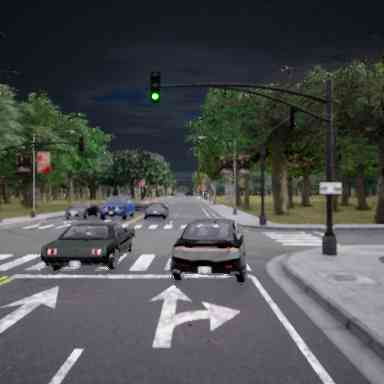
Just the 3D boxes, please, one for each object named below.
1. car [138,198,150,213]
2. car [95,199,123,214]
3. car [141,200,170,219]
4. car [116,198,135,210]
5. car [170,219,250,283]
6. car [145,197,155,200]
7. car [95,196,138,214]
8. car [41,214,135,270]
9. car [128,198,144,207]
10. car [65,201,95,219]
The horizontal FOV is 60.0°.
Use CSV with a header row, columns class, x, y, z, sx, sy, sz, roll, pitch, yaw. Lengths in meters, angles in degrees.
class,x,y,z,sx,sy,sz,roll,pitch,yaw
car,-6.586,1.776,39.669,1.895,1.301,4.718,0,0,0
car,-9.836,1.667,39.658,2.128,1.511,4.902,0,0,0
car,-3.146,1.696,30.343,1.994,1.385,4.181,0,0,0
car,-9.792,1.725,49.125,1.837,1.490,4.892,0,0,1
car,0.655,1.534,9.840,2.128,1.511,4.902,0,0,9
car,-6.536,1.576,49.918,2.097,1.767,4.553,0,0,1
car,-6.590,1.352,29.862,2.150,2.045,5.566,0,0,0
car,-3.149,1.649,11.191,1.895,1.301,4.718,0,0,0
car,-9.782,1.830,58.533,1.994,1.385,4.181,0,0,1
car,-9.833,1.623,30.204,2.128,1.511,4.902,0,0,2
